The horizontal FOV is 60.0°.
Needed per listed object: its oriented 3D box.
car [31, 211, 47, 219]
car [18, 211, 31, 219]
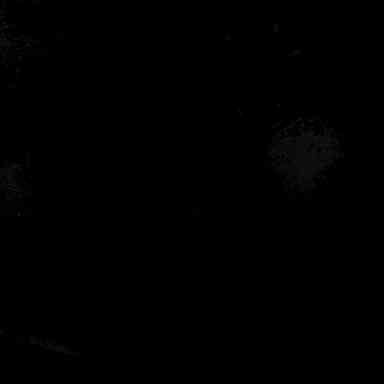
[{"bbox_3d":[-29.094,4.425,63.384,1.895,1.301,4.718,-1,-4,-14],"label":"car"},{"bbox_3d":[-26.428,3.734,53.270,2.033,1.411,5.357,-1,-4,-15],"label":"car"}]
